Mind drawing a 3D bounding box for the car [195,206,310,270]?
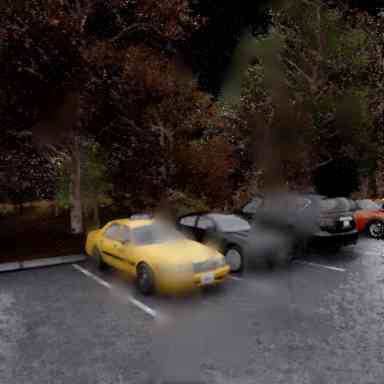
[{"bbox_3d":[0.919,1.370,10.722,2.097,1.535,5.008,-1,1,-35],"label":"car"}]

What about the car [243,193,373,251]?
[{"bbox_3d":[3.171,1.061,12.356,2.435,2.045,5.566,-2,1,-35],"label":"car"}]

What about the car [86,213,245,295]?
[{"bbox_3d":[-1.241,1.418,8.947,1.946,1.575,5.366,-1,1,-35],"label":"car"}]

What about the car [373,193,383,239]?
[{"bbox_3d":[7.714,1.044,15.600,2.185,1.767,4.553,-2,1,-35],"label":"car"}]
